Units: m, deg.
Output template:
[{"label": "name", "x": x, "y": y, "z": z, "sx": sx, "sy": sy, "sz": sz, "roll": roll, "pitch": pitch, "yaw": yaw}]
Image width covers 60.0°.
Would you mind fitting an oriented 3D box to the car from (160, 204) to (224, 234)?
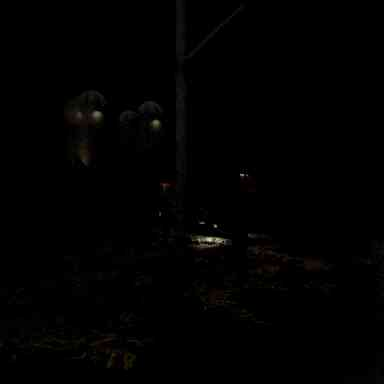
[{"label": "car", "x": -0.155, "y": 1.500, "z": 19.580, "sx": 1.837, "sy": 1.490, "sz": 4.892, "roll": 0, "pitch": 1, "yaw": -35}]
